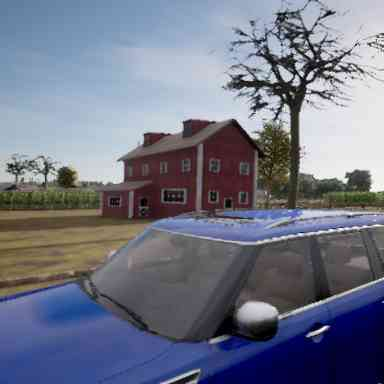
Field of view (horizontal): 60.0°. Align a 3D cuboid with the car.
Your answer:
[{"bbox_3d":[0.410,1.231,3.352,5.566,2.045,2.150,1,0,-35],"label":"car"}]
